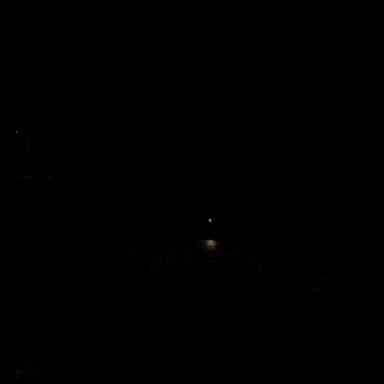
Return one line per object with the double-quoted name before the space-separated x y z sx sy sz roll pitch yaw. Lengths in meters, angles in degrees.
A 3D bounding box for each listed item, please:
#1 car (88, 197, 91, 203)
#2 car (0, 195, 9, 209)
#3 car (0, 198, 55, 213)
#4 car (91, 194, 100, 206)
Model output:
"car" -13.865 0.986 49.333 1.947 1.339 4.313 2 2 36
"car" -23.037 1.137 36.495 1.752 1.417 4.829 2 2 36
"car" -15.900 1.266 31.821 2.008 1.369 4.403 2 2 36
"car" -9.648 1.168 40.573 1.802 1.307 4.206 2 2 36
